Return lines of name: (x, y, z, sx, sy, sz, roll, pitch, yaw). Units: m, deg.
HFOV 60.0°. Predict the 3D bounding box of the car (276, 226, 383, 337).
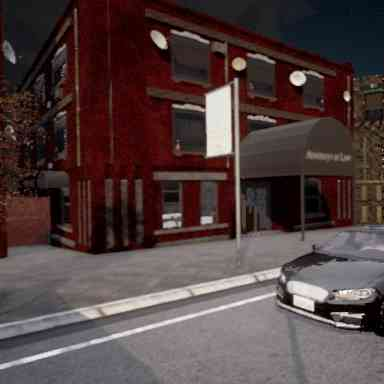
car: (3.754, 1.484, 6.679, 4.902, 1.511, 2.128, 0, 0, -36)
